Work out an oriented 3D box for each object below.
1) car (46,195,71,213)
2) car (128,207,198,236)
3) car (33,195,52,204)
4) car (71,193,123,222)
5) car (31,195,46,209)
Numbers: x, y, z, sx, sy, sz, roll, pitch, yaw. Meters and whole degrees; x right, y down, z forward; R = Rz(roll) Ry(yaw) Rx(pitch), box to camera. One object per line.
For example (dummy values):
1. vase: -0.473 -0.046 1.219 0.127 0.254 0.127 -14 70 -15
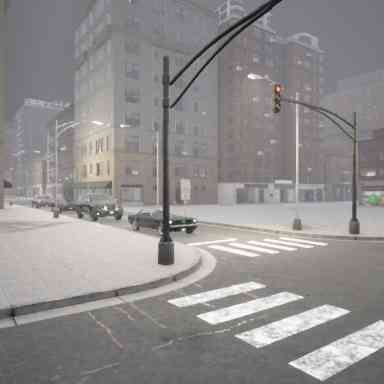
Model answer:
1. car: -13.213 1.311 34.287 1.882 1.535 5.008 0 0 -36
2. car: -1.695 1.527 18.129 1.895 1.301 4.718 0 0 -36
3. car: -25.467 1.270 56.518 2.033 1.411 5.357 0 0 -35
4. car: -7.341 1.102 26.032 2.150 2.045 5.566 0 0 -35
5. car: -19.118 1.140 42.622 2.097 1.767 4.553 0 0 -35
